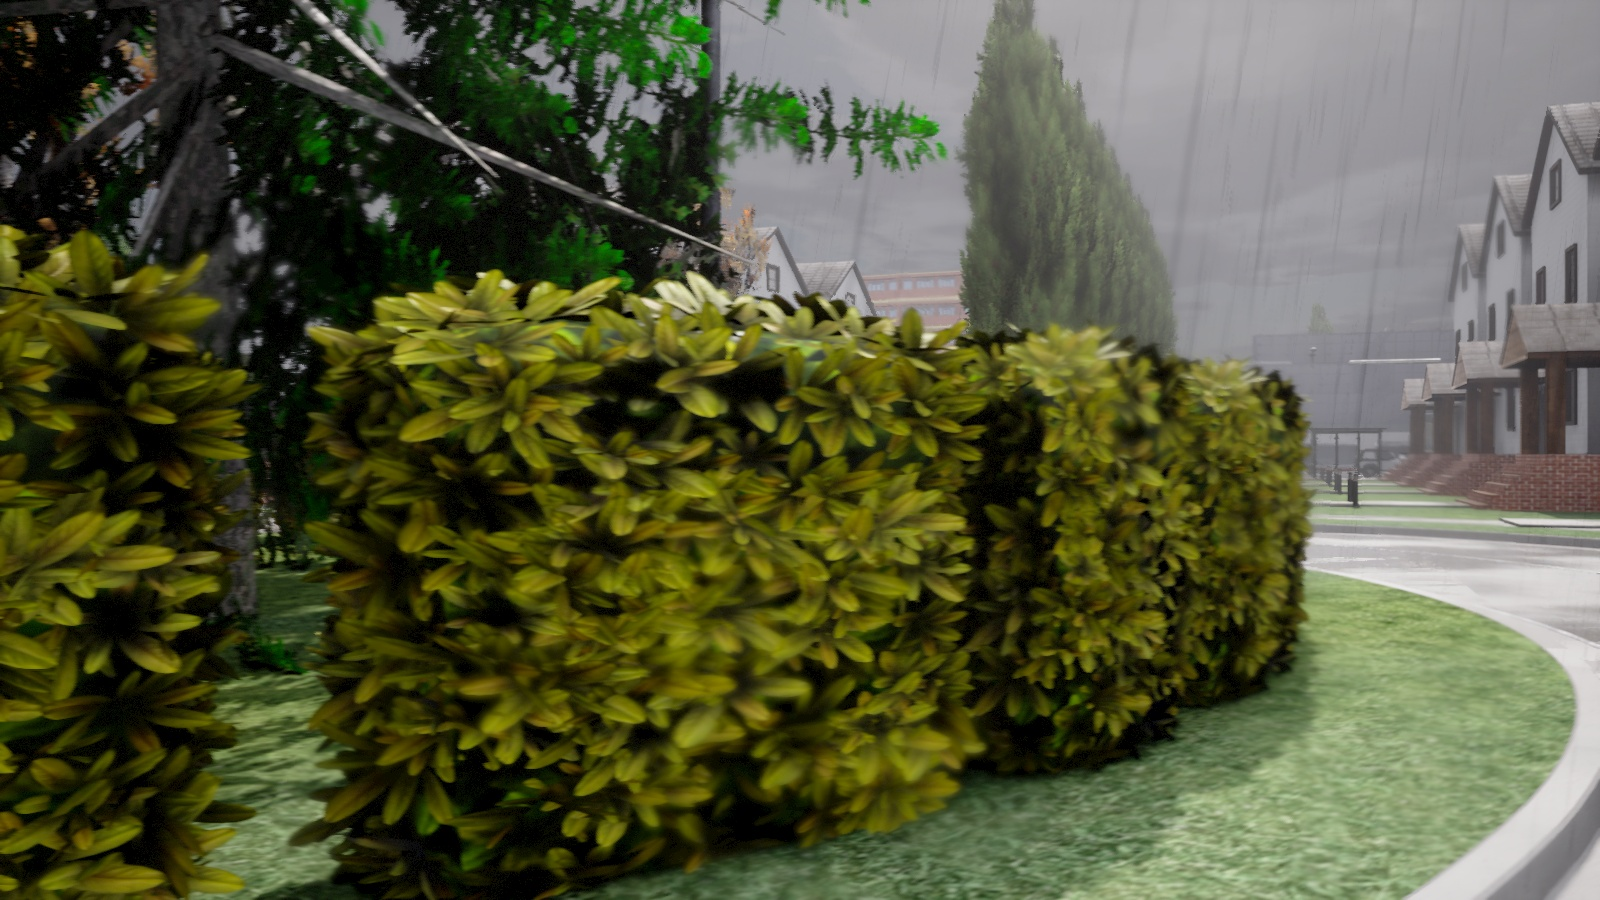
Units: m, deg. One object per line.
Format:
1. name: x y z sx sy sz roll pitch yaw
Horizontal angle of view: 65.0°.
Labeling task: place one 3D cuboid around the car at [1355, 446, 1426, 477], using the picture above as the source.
1. car: 36.289 0.685 77.278 3.866 1.878 1.905 0 0 21
